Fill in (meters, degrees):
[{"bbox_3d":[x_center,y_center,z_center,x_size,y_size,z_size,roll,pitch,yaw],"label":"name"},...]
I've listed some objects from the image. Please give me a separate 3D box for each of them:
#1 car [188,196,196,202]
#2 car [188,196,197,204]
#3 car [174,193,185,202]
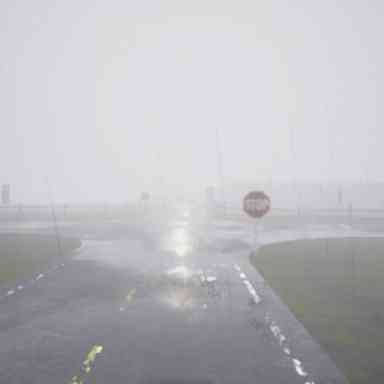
[{"bbox_3d":[0.091,1.637,79.454,1.837,1.490,4.892,0,0,0],"label":"car"},{"bbox_3d":[0.079,1.862,69.479,1.895,1.301,4.718,0,0,0],"label":"car"},{"bbox_3d":[-2.666,1.127,73.593,2.150,2.045,5.566,0,0,0],"label":"car"}]
